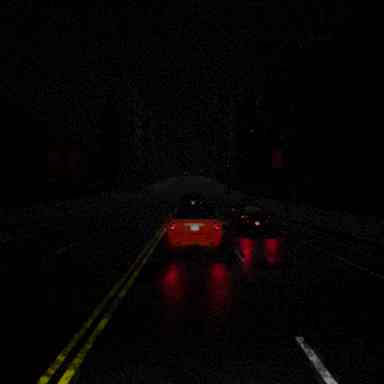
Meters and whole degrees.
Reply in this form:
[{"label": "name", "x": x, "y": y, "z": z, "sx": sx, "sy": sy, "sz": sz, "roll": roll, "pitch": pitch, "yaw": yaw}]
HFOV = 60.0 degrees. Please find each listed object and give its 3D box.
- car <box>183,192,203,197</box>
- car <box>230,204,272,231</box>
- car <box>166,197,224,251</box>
[{"label": "car", "x": 0.100, "y": 1.024, "z": 31.036, "sx": 2.150, "sy": 2.045, "sz": 5.566, "roll": 0, "pitch": 0, "yaw": 0}, {"label": "car", "x": 3.350, "y": 1.407, "z": 19.362, "sx": 1.812, "sy": 1.442, "sz": 4.674, "roll": 0, "pitch": 0, "yaw": 0}, {"label": "car", "x": 0.099, "y": 1.269, "z": 13.749, "sx": 2.097, "sy": 1.767, "sz": 4.553, "roll": 0, "pitch": 0, "yaw": 0}]
